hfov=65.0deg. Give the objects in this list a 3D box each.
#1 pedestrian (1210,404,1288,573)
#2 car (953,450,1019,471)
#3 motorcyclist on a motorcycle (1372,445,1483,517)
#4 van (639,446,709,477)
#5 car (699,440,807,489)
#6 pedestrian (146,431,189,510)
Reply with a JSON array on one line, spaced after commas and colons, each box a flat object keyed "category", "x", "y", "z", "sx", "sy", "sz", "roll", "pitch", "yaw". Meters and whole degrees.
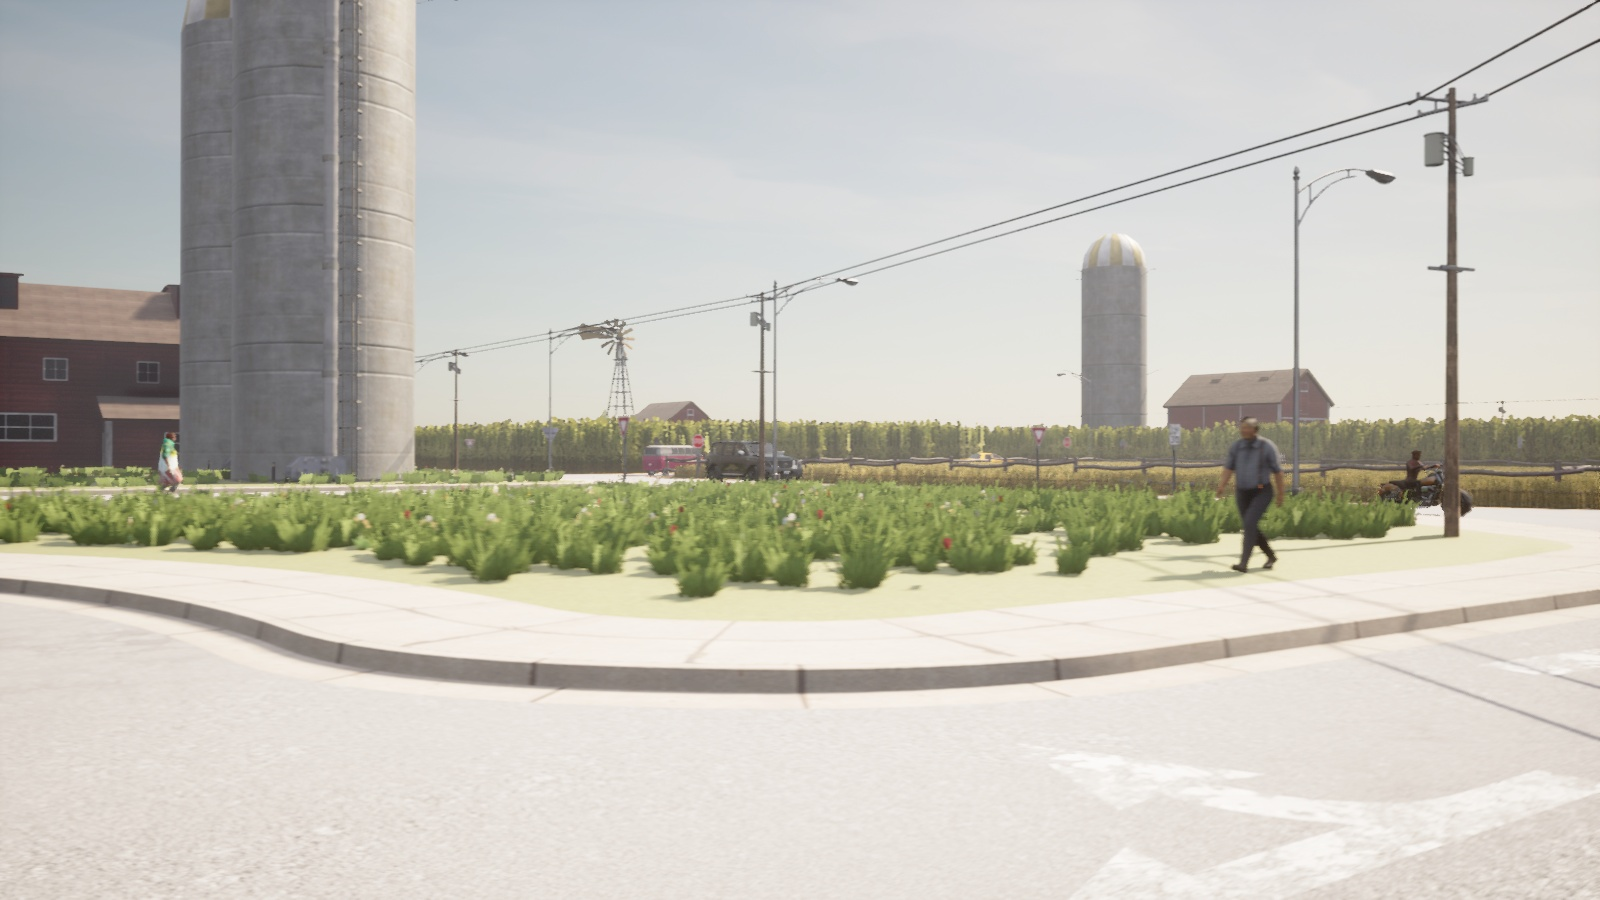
[{"category": "pedestrian", "x": 5.057, "y": 0.421, "z": 14.144, "sx": 0.694, "sy": 1.848, "sz": 0.540, "roll": 0, "pitch": 0, "yaw": -39}, {"category": "car", "x": 14.596, "y": 0.821, "z": 98.332, "sx": 5.366, "sy": 1.575, "sz": 1.801, "roll": -1, "pitch": 0, "yaw": -35}, {"category": "motorcyclist on a motorcycle", "x": 15.088, "y": 0.730, "z": 30.253, "sx": 0.766, "sy": 1.649, "sz": 2.350, "roll": -1, "pitch": 0, "yaw": -29}, {"category": "van", "x": -8.229, "y": 0.716, "z": 82.189, "sx": 1.775, "sy": 1.987, "sz": 4.442, "roll": 0, "pitch": 0, "yaw": 44}, {"category": "car", "x": -2.150, "y": 0.604, "z": 55.576, "sx": 2.150, "sy": 2.045, "sz": 5.566, "roll": 0, "pitch": 0, "yaw": -35}, {"category": "pedestrian", "x": -15.820, "y": 0.511, "z": 31.400, "sx": 0.873, "sy": 1.952, "sz": 0.659, "roll": 0, "pitch": 0, "yaw": -36}]
